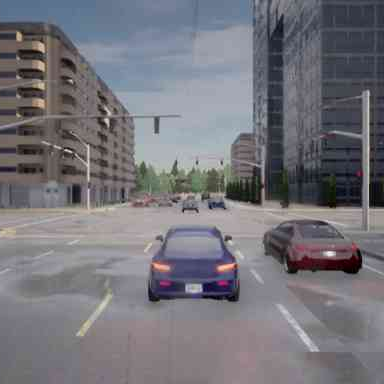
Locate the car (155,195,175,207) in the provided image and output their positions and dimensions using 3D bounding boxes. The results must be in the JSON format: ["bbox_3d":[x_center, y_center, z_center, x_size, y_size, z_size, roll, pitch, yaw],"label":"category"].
[{"bbox_3d":[-4.006,1.589,50.057,1.895,1.301,4.718,0,0,0],"label":"car"}]

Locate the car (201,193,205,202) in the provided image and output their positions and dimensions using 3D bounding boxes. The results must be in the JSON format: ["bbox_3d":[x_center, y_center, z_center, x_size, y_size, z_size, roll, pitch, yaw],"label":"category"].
[{"bbox_3d":[3.341,1.204,79.202,2.150,2.045,5.566,0,0,1],"label":"car"}]

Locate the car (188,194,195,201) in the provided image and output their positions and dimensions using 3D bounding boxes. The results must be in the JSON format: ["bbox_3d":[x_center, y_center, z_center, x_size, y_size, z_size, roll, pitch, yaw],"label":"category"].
[{"bbox_3d":[-0.069,1.438,87.807,1.882,1.535,5.008,0,0,1],"label":"car"}]

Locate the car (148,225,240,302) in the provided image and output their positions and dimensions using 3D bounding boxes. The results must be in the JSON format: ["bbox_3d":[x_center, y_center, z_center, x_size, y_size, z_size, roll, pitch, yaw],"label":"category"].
[{"bbox_3d":[0.044,1.524,8.139,1.812,1.442,4.674,0,0,0],"label":"car"}]

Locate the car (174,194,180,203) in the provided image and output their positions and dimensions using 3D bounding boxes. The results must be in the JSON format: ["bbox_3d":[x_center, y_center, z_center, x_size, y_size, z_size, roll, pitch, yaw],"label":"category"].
[{"bbox_3d":[-3.832,1.586,65.697,1.895,1.301,4.718,0,0,1],"label":"car"}]

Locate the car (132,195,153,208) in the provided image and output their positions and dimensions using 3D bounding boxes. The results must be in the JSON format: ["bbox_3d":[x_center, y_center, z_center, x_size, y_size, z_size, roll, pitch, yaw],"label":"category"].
[{"bbox_3d":[-7.496,1.341,48.826,2.097,1.767,4.553,0,0,0],"label":"car"}]

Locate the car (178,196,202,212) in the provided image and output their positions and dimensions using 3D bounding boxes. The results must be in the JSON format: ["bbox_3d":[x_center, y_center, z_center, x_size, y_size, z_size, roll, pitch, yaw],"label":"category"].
[{"bbox_3d":[-0.241,1.552,39.386,2.033,1.411,5.357,0,1,-1],"label":"car"}]

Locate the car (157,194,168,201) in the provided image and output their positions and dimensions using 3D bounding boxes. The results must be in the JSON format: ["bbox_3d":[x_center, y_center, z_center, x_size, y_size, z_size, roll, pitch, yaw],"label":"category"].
[{"bbox_3d":[-7.144,1.353,80.653,2.128,1.511,4.902,0,0,1],"label":"car"}]

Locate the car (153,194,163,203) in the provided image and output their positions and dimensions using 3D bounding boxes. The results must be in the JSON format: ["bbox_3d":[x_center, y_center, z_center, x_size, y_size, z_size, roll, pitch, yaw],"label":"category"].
[{"bbox_3d":[-7.333,1.336,65.497,2.097,1.767,4.553,0,0,1],"label":"car"}]

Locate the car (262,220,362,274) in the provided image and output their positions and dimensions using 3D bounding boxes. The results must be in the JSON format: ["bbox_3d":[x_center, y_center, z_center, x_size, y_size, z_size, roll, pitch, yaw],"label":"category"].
[{"bbox_3d":[3.552,1.561,10.563,1.994,1.385,4.181,0,0,0],"label":"car"}]

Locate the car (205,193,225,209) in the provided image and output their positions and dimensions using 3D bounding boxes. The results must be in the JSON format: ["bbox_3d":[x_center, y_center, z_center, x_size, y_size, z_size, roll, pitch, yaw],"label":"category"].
[{"bbox_3d":[3.206,1.341,44.493,2.097,1.767,4.553,0,0,0],"label":"car"}]
